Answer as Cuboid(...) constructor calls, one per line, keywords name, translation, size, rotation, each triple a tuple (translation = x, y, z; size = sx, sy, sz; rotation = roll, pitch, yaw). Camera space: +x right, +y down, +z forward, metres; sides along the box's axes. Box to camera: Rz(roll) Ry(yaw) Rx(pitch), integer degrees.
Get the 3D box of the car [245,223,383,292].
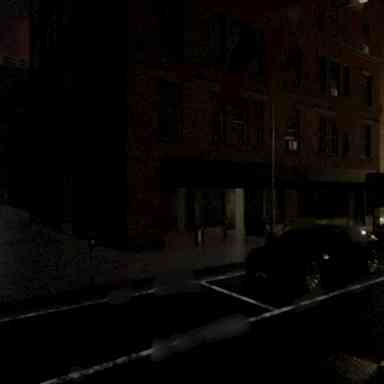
Cuboid(name="car", translation=(3.371, 1.564, 8.940), size=(4.313, 1.339, 1.947), rotation=(0, 0, -36))
